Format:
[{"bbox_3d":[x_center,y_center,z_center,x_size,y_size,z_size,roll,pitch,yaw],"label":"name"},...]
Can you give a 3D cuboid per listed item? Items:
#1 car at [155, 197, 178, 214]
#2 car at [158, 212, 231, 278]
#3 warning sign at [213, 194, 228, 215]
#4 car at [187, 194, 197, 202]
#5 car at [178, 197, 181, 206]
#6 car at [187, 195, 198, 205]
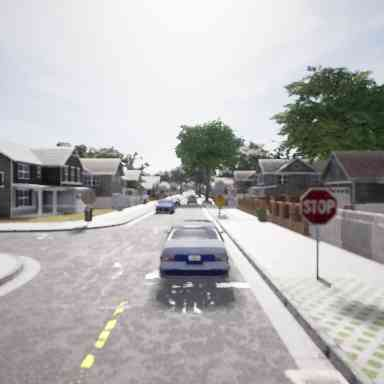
[{"bbox_3d":[-2.845,1.491,35.705,1.882,1.535,5.008,0,0,0],"label":"car"},{"bbox_3d":[0.073,1.557,10.102,2.033,1.411,5.357,0,0,0],"label":"car"},{"bbox_3d":[2.521,1.131,29.736,1.300,1.860,1.060,0,0,0],"label":"warning sign"},{"bbox_3d":[0.003,1.279,69.520,1.882,1.535,5.008,0,0,0],"label":"car"},{"bbox_3d":[-2.802,1.538,54.745,2.033,1.411,5.357,0,0,0],"label":"car"},{"bbox_3d":[0.055,1.531,59.559,2.033,1.411,5.357,0,0,1],"label":"car"}]
